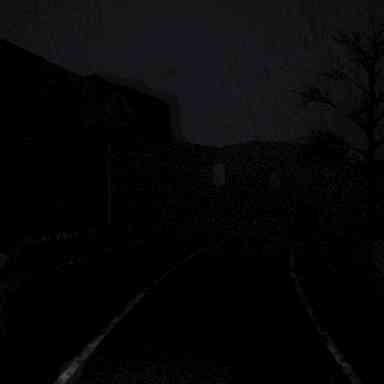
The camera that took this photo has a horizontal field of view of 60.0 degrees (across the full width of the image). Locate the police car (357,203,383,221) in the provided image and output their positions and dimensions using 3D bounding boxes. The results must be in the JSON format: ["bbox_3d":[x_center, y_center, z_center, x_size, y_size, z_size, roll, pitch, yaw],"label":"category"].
[{"bbox_3d":[18.551,1.940,33.258,5.238,1.638,1.930,1,0,-35],"label":"police car"}]
